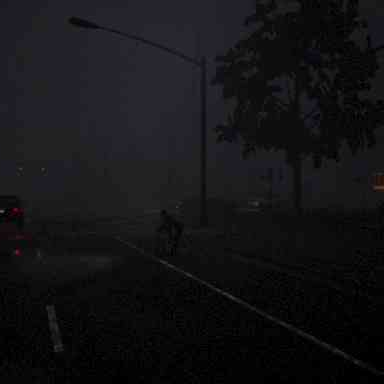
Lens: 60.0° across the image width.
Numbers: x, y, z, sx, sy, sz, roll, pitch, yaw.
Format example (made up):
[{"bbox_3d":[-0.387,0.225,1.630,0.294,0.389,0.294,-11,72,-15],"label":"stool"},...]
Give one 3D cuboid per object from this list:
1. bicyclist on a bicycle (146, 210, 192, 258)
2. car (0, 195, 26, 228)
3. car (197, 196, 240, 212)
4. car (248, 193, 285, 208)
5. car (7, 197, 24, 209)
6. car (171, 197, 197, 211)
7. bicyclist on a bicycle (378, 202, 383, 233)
[{"bbox_3d":[-0.783,1.443,11.449,1.656,1.620,0.582,-2,1,-19],"label":"bicyclist on a bicycle"},{"bbox_3d":[-12.346,1.222,21.983,2.150,2.045,5.566,0,0,-27],"label":"car"},{"bbox_3d":[3.397,1.351,39.194,4.553,1.767,2.097,0,0,-28],"label":"car"},{"bbox_3d":[10.570,1.222,47.152,5.566,2.045,2.150,0,0,-28],"label":"car"},{"bbox_3d":[-23.918,1.468,45.183,1.812,1.442,4.674,0,0,-26],"label":"car"},{"bbox_3d":[-0.276,1.352,41.389,4.553,1.767,2.097,0,0,-28],"label":"car"},{"bbox_3d":[9.956,1.313,17.224,0.582,1.620,1.656,0,-2,42],"label":"bicyclist on a bicycle"}]
